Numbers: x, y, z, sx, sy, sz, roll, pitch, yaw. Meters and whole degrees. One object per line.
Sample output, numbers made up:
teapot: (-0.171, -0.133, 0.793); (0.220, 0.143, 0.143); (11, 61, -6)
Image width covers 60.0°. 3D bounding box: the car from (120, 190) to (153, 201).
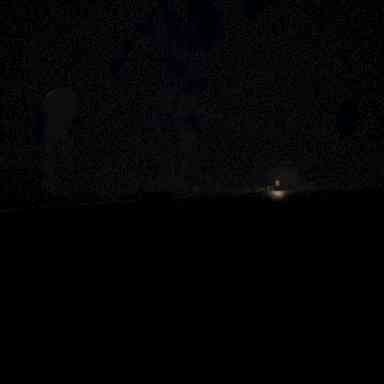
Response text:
car: (-8.083, 0.459, 48.755); (2.033, 1.411, 5.357); (-1, 1, 36)
